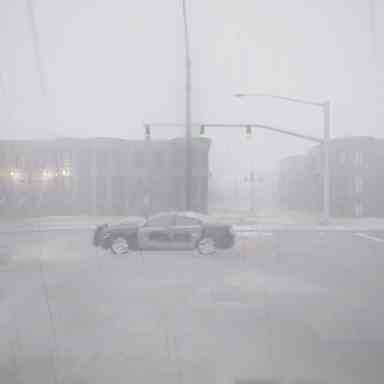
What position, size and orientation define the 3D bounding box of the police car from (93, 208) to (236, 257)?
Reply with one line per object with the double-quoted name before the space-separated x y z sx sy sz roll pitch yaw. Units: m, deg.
"police car" -0.979 1.425 12.477 5.238 1.638 1.930 0 0 3
